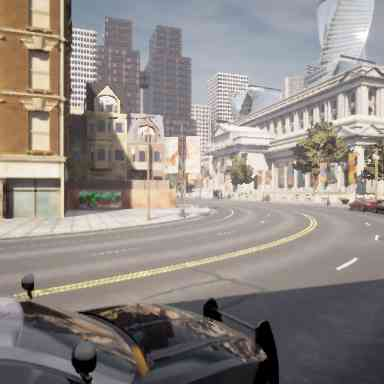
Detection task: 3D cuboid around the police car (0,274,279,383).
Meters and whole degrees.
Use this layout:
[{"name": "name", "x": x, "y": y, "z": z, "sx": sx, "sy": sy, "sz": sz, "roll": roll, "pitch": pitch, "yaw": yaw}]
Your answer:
[{"name": "police car", "x": -1.516, "y": 1.416, "z": 2.196, "sx": 5.238, "sy": 1.638, "sz": 1.930, "roll": 0, "pitch": 0, "yaw": -35}]

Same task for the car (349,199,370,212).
[{"name": "car", "x": 19.943, "y": 1.487, "z": 38.519, "sx": 2.002, "sy": 1.452, "sz": 4.674, "roll": 0, "pitch": 0, "yaw": 1}]

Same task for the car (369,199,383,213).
[{"name": "car", "x": 19.580, "y": 1.567, "z": 32.800, "sx": 1.895, "sy": 1.301, "sz": 4.718, "roll": 0, "pitch": 0, "yaw": 11}]
